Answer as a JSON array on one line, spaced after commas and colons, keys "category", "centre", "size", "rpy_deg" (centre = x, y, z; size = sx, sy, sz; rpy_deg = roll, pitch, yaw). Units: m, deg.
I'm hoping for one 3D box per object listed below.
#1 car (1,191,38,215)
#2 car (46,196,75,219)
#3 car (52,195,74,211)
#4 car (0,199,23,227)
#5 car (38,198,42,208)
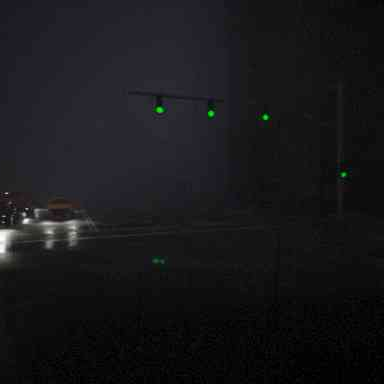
[{"category": "car", "centre": [-15.093, 0.918, 29.011], "size": [2.150, 2.045, 5.566], "rpy_deg": [-1, 1, -20]}, {"category": "car", "centre": [-10.183, 1.166, 25.855], "size": [1.882, 1.535, 5.008], "rpy_deg": [-1, 1, -20]}, {"category": "car", "centre": [-13.774, 1.117, 35.697], "size": [2.033, 1.411, 5.357], "rpy_deg": [-1, 1, -20]}, {"category": "car", "centre": [-11.861, 1.366, 20.236], "size": [1.994, 1.385, 4.181], "rpy_deg": [-1, 1, -20]}, {"category": "car", "centre": [-18.508, 1.146, 38.428], "size": [1.994, 1.385, 4.181], "rpy_deg": [-1, 1, -20]}]
